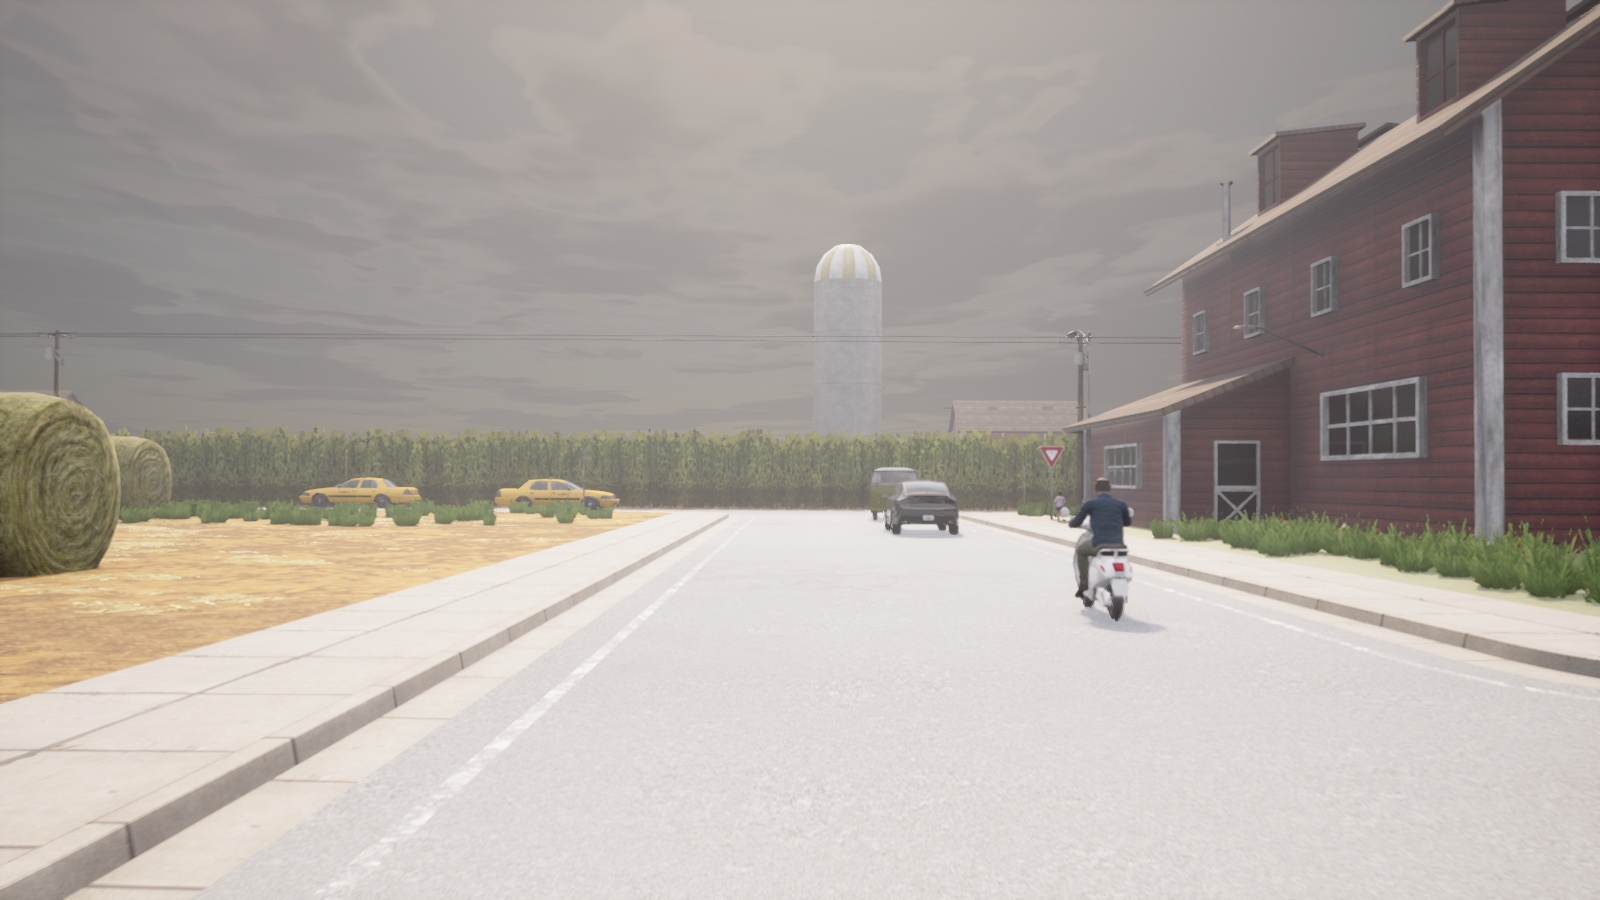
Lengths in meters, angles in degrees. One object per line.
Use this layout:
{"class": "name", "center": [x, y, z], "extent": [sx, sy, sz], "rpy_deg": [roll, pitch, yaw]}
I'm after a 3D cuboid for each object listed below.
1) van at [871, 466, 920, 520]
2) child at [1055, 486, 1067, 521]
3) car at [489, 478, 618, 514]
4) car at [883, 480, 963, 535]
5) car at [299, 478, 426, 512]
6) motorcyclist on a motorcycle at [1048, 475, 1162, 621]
{"class": "van", "center": [3.617, 1.611, 48.140], "extent": [1.775, 1.987, 4.442], "rpy_deg": [0, -1, 3]}
{"class": "child", "center": [8.427, 1.723, 40.555], "extent": [0.255, 1.110, 0.394], "rpy_deg": [0, -1, -3]}
{"class": "car", "center": [-10.893, 2.023, 55.672], "extent": [5.366, 1.575, 1.801], "rpy_deg": [0, -1, 1]}
{"class": "car", "center": [3.496, 1.611, 36.522], "extent": [1.837, 1.490, 4.892], "rpy_deg": [0, -1, 0]}
{"class": "car", "center": [-20.604, 2.127, 59.314], "extent": [5.366, 1.575, 1.801], "rpy_deg": [0, -1, 1]}
{"class": "motorcyclist on a motorcycle", "center": [3.503, 1.085, 14.586], "extent": [0.866, 1.590, 1.817], "rpy_deg": [0, -1, 0]}
